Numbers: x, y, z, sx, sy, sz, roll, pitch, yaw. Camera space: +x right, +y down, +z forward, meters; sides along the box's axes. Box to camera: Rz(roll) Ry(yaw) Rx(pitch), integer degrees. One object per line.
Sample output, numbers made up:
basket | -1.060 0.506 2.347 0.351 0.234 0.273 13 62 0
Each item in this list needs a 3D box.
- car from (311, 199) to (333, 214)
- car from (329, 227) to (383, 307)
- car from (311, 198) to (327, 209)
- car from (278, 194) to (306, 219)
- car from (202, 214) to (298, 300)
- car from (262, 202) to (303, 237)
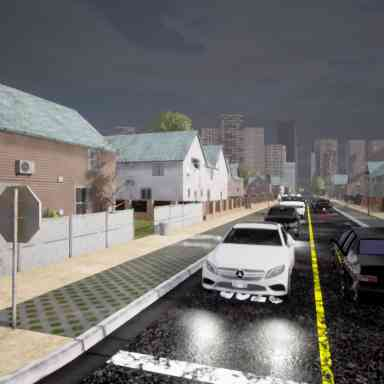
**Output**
car | 14.352 1.522 36.545 1.837 1.490 4.892 0 0 18
car | 4.445 1.551 7.947 2.033 1.411 5.357 0 0 19
car | 17.590 1.586 46.181 1.994 1.385 4.181 0 0 19
car | 9.073 1.237 30.138 2.150 2.045 5.566 0 0 19
car | 1.685 1.533 8.693 1.812 1.442 4.674 0 0 19
car | 4.959 1.517 18.208 1.837 1.490 4.892 0 0 19
